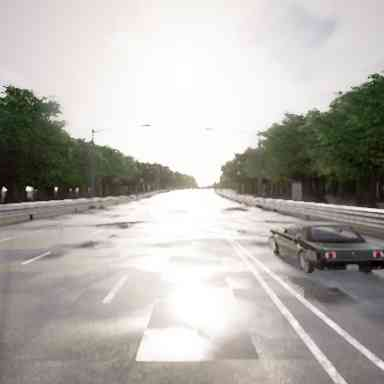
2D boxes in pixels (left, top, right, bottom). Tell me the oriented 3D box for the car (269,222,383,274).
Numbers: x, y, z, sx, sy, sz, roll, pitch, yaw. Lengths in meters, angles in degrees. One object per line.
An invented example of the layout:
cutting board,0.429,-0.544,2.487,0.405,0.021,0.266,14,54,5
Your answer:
car,3.896,1.589,10.488,1.895,1.301,4.718,0,0,-3
